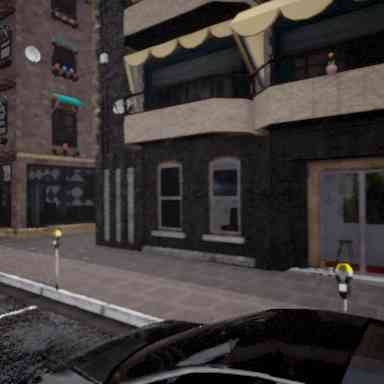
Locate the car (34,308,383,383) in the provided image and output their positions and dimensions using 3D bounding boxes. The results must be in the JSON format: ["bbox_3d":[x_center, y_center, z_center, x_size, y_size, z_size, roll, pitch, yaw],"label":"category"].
[{"bbox_3d":[0.645,1.565,2.272,4.313,1.339,1.947,0,-1,36],"label":"car"}]
